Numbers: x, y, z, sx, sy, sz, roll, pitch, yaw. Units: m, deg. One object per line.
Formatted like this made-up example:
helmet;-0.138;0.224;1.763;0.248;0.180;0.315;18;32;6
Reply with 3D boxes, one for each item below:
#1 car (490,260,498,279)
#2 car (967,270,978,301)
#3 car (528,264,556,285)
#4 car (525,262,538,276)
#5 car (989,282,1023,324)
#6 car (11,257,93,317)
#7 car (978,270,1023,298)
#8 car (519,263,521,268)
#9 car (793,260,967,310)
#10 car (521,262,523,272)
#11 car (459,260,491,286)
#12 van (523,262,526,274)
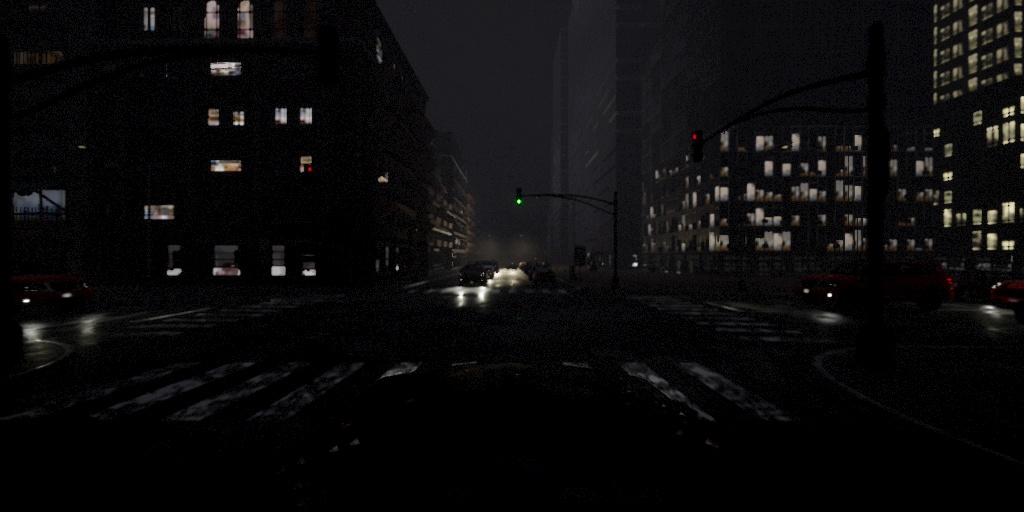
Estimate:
car;-3.113;1.430;40.014;2.150;2.045;5.566;0;-1;0
car;23.368;1.446;18.368;4.097;1.591;1.967;0;0;1
car;2.647;1.639;30.120;1.888;1.381;4.507;0;0;0
car;2.645;1.599;35.765;1.967;1.591;4.097;0;0;0
car;16.712;1.551;9.817;4.403;1.370;2.007;0;0;1
car;-18.844;1.058;13.009;5.566;2.045;2.150;0;0;1
car;24.101;1.369;15.635;4.553;1.767;2.097;0;0;1
car;2.634;1.919;63.992;1.967;1.591;4.097;0;0;0
car;15.709;1.202;15.749;5.566;2.045;2.150;0;0;1
car;2.638;1.899;52.702;1.888;1.381;4.507;0;0;0
car;-3.083;1.438;29.425;2.097;1.767;4.553;0;-1;-1
van;2.641;1.630;47.056;1.690;1.789;3.998;0;0;0
